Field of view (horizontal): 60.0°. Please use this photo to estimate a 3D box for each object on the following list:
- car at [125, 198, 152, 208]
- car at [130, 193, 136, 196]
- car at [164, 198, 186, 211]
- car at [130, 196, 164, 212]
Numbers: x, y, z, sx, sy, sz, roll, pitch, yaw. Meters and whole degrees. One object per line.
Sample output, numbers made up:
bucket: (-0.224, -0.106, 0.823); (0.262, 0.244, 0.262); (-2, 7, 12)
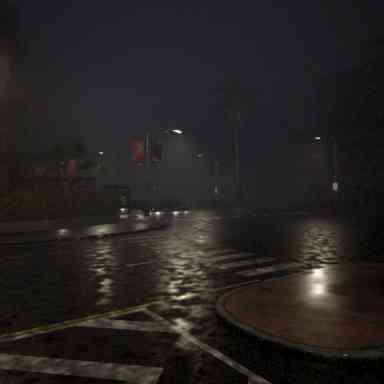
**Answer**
car: (-7.785, 1.601, 48.140); (1.895, 1.301, 4.718); (0, 0, -35)
car: (-13.507, 1.220, 68.396); (2.150, 2.045, 5.566); (0, 0, -39)
car: (-2.550, 1.526, 40.691); (1.812, 1.442, 4.674); (0, 0, -35)
car: (-5.846, 1.547, 39.287); (2.033, 1.411, 5.357); (0, 0, -35)
